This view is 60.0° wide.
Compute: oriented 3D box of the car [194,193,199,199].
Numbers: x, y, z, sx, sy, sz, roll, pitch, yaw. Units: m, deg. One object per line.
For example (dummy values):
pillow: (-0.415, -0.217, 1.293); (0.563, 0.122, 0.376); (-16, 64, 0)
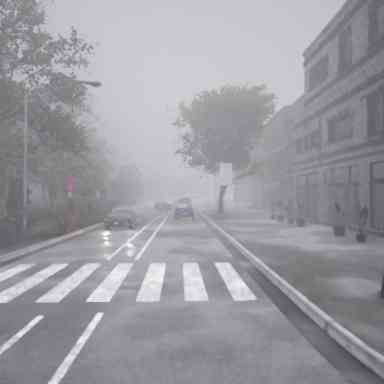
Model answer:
car: (-0.378, 1.329, 92.788); (2.231, 1.521, 4.892); (0, 2, 14)

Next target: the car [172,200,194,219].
car: (-0.796, 1.896, 33.650); (1.882, 1.535, 5.008); (0, -1, -2)

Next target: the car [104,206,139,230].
car: (-4.899, 1.783, 23.699); (1.837, 1.490, 4.892); (0, -1, -1)

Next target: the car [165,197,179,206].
car: (-4.141, 2.057, 70.653); (2.097, 1.535, 5.008); (1, 2, 8)

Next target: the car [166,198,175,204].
car: (-4.462, 2.309, 64.522); (2.002, 1.452, 4.674); (-2, 1, 2)

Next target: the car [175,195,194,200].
car: (-1.154, 1.901, 53.134); (2.150, 2.045, 5.566); (0, -1, 0)
